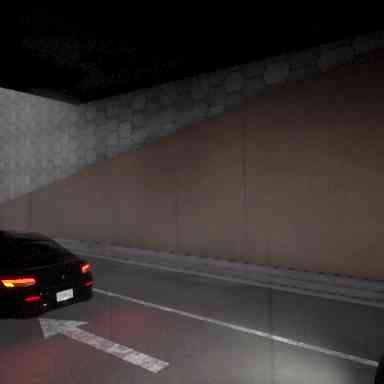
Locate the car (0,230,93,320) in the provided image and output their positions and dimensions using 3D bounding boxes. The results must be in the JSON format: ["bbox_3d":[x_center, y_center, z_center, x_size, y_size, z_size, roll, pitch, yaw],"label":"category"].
[{"bbox_3d":[-3.955,1.526,6.793,4.674,1.442,1.812,0,0,36],"label":"car"}]

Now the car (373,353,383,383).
[{"bbox_3d":[3.487,1.505,1.427,4.892,1.490,1.837,0,0,36],"label":"car"}]
